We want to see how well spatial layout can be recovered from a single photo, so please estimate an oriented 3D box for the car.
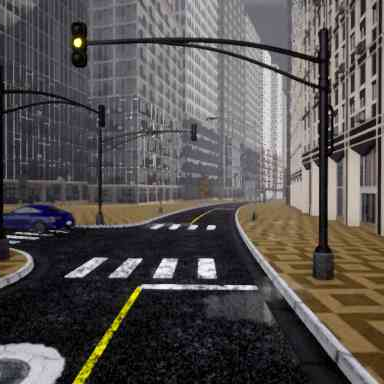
[{"bbox_3d":[-8.498,1.391,17.849,4.674,1.442,1.812,1,0,19],"label":"car"}]
